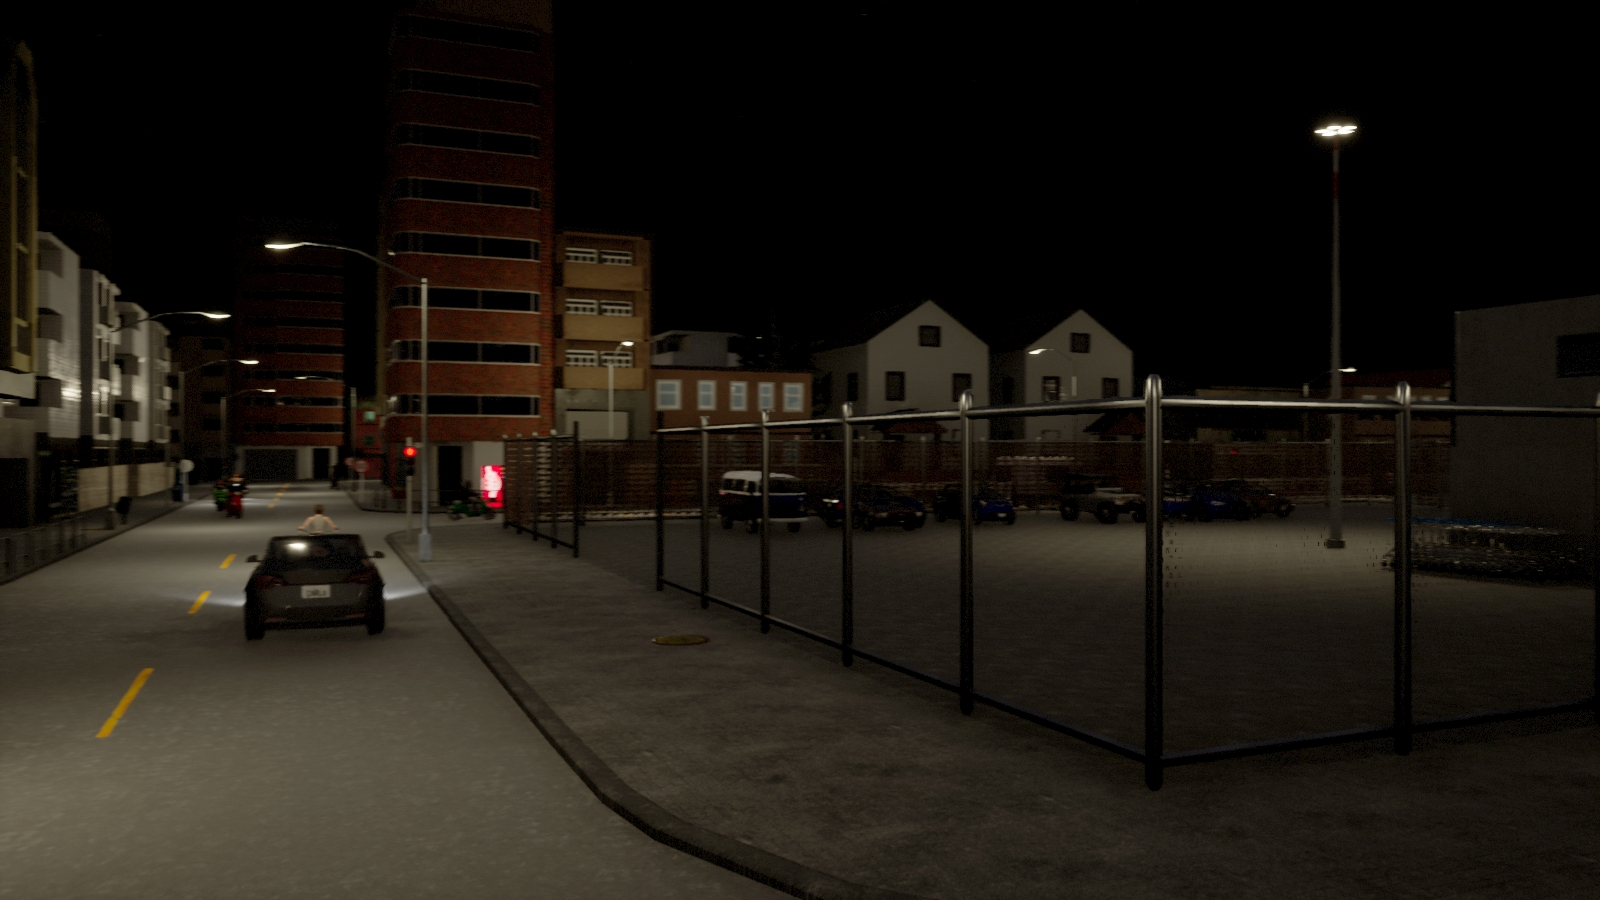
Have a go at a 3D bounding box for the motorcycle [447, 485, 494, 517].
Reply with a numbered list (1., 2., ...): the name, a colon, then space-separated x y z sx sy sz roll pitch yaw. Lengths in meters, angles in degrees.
1. motorcycle: -13.099 2.009 45.403 1.805 1.236 0.856 0 -1 -17

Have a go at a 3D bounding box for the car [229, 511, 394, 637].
1. car: -7.874 1.863 18.536 2.163 1.488 4.792 0 0 -23

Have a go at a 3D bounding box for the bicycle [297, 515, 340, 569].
1. bicycle: -10.867 2.064 25.786 0.859 1.080 1.487 0 0 -23
